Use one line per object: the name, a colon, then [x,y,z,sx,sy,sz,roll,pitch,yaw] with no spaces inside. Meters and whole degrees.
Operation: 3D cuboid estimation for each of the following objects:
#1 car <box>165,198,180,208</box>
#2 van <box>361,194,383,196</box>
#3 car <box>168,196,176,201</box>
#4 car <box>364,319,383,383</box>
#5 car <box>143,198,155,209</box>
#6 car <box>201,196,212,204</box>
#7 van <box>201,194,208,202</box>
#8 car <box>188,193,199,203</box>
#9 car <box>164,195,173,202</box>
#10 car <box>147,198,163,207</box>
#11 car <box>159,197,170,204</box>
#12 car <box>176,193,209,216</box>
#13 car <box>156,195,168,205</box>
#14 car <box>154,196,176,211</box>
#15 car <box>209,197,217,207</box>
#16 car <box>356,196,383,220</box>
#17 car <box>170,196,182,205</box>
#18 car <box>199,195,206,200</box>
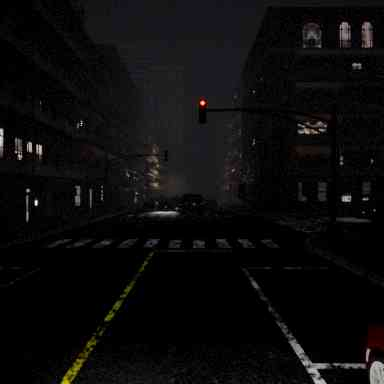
car: [-2.944,1.577,49.997,1.994,1.385,4.181,0,0,0]
van: [15.721,1.035,27.329,3.998,1.788,1.690,-1,1,-1]
car: [-5.435,1.632,89.520,1.802,1.307,4.206,-1,0,0]
car: [2.687,1.544,1.796,1.887,1.381,4.507,0,0,0]
car: [-5.565,1.561,45.297,2.008,1.369,4.403,0,0,0]
car: [2.880,1.578,67.378,2.008,1.369,4.403,-1,0,0]
van: [2.911,1.379,78.434,1.690,1.788,3.998,-1,0,0]
car: [0.285,1.253,71.518,2.150,2.045,5.566,0,0,0]
car: [-5.468,1.563,78.294,1.752,1.417,4.829,-1,0,0]
car: [-5.549,1.580,50.824,1.947,1.339,4.313,0,0,0]
car: [-5.500,1.609,67.409,1.802,1.307,4.206,-1,0,0]
car: [-0.062,1.224,33.344,2.150,2.045,5.566,-1,0,-6]
car: [-5.518,1.462,61.881,1.967,1.590,4.097,-1,0,0]
car: [-2.978,1.571,40.047,1.994,1.385,4.181,0,0,1]
car: [2.830,1.454,50.795,1.967,1.590,4.097,-1,0,0]
car: [15.182,1.226,24.750,4.892,1.490,1.837,-2,0,-1]
car: [-2.890,1.526,60.336,1.837,1.490,4.892,0,0,1]
car: [2.961,1.602,95.018,1.887,1.381,4.507,-1,0,0]
